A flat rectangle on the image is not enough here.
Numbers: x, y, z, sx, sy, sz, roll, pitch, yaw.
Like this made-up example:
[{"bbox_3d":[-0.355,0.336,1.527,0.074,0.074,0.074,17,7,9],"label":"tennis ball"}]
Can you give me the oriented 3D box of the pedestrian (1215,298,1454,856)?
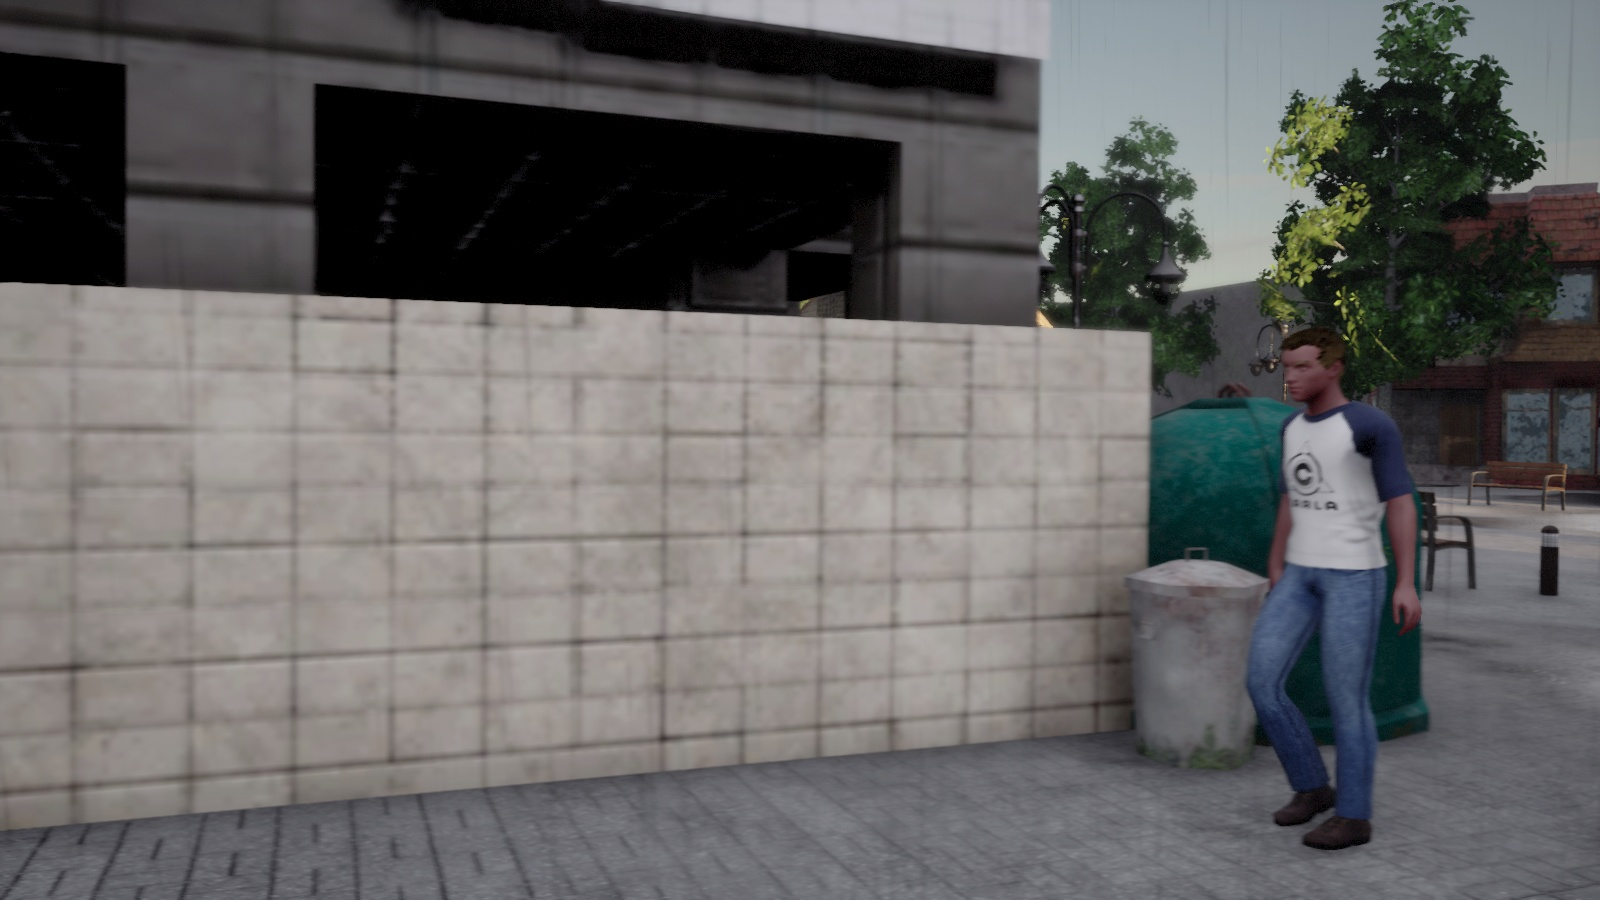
[{"bbox_3d":[1.868,0.412,4.400,0.706,1.836,0.354,-1,1,-19],"label":"pedestrian"}]
